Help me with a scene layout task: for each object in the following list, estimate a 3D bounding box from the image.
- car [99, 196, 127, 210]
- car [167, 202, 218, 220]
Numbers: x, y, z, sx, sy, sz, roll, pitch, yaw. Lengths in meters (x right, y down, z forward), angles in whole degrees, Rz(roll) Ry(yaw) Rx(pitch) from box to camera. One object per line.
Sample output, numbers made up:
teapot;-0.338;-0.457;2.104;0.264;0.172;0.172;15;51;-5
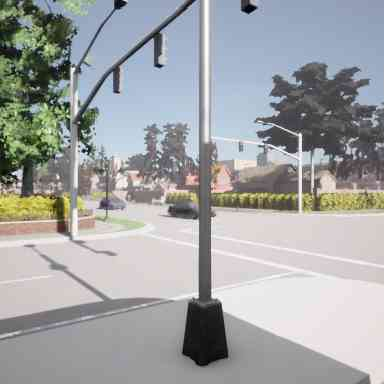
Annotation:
car;-9.989;1.351;41.890;2.097;1.767;4.553;0;0;-36
car;-0.127;1.547;28.211;2.033;1.411;5.357;0;0;-35
